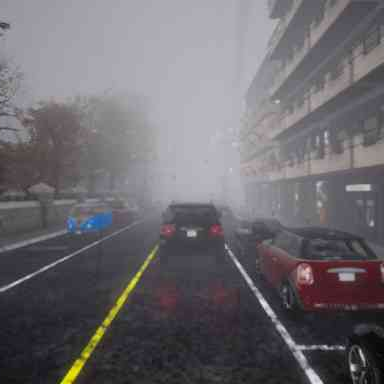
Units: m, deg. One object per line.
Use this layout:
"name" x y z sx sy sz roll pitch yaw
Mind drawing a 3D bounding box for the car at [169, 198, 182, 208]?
"car" -3.037 1.941 61.414 2.097 1.767 4.553 0 0 0

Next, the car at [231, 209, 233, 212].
"car" 2.678 1.850 29.842 1.947 1.339 4.313 0 -1 0

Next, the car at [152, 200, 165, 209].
"car" -5.711 2.134 57.514 1.802 1.307 4.206 0 -1 0

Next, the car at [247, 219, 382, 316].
"car" 2.684 1.514 7.703 1.967 1.590 4.097 0 -1 0

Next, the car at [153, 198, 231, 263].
"car" 0.007 1.345 12.585 2.150 2.045 5.566 0 0 0

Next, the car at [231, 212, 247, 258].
"car" 2.682 1.692 13.237 1.947 1.339 4.313 0 -1 0

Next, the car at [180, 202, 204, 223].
"car" 0.021 1.756 29.261 1.882 1.535 5.008 0 0 0

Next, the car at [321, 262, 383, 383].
"car" 2.686 1.588 2.168 1.947 1.339 4.313 0 -1 0

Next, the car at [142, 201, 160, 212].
"car" -5.708 2.010 46.444 1.947 1.339 4.313 0 -1 0

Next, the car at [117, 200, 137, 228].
"car" -5.703 1.546 24.306 2.192 1.841 5.009 0 -1 0

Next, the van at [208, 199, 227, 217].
"van" 2.675 1.678 35.379 1.690 1.788 3.998 0 -1 0

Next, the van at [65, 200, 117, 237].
"van" -5.701 1.520 18.770 1.690 1.788 3.998 0 -1 0

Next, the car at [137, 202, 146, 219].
"car" -5.703 1.835 29.839 2.008 1.369 4.403 0 -1 0

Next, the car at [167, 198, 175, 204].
"car" -5.722 2.310 89.924 1.967 1.590 4.097 0 -1 0

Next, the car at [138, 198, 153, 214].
"car" -5.708 1.705 40.911 2.192 1.841 5.009 0 -1 0
